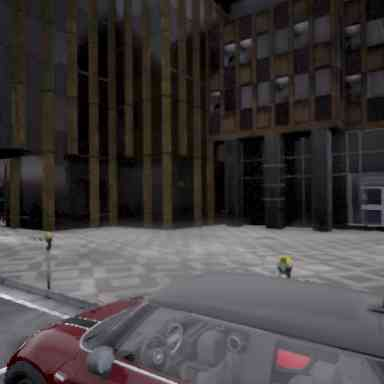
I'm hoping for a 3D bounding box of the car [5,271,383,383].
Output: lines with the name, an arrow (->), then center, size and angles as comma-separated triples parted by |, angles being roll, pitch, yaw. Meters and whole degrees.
car -> 0.158, 1.459, 2.851 | 4.097, 1.590, 1.967 | -1, 0, 36
